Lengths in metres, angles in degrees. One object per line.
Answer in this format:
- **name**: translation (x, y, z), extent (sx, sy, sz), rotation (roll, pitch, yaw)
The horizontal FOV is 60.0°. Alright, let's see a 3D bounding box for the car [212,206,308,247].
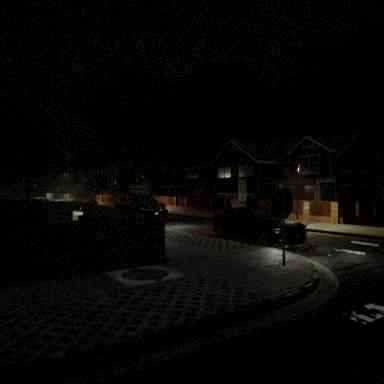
- **car**: translation (2.863, 1.433, 15.017), extent (1.882, 1.535, 5.008), rotation (0, 0, -30)

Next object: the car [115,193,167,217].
- **car**: translation (-4.020, 1.121, 25.291), extent (2.150, 2.045, 5.566), rotation (0, 0, -35)

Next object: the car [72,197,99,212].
- **car**: translation (-11.608, 1.316, 36.143), extent (1.882, 1.535, 5.008), rotation (0, 1, -35)
